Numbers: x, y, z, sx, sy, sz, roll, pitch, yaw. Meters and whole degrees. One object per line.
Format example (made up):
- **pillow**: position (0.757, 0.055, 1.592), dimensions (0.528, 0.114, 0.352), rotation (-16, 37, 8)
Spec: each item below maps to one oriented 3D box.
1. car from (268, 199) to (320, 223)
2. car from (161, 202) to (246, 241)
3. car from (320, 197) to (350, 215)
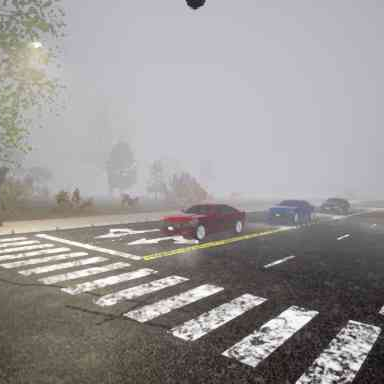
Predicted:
- **car**: position (7.196, 1.257, 23.828), dimensions (1.882, 1.535, 5.008), rotation (2, 1, 38)
- **car**: position (0.682, 1.240, 15.714), dimensions (1.882, 1.535, 5.008), rotation (2, 1, 39)
- **car**: position (13.887, 1.302, 32.157), dimensions (1.837, 1.490, 4.892), rotation (2, 1, 39)
